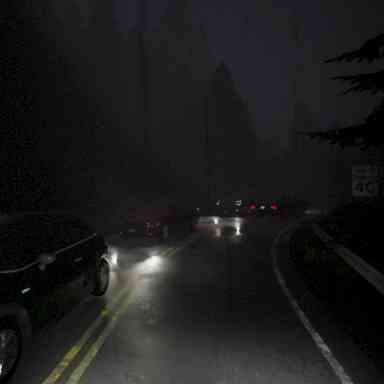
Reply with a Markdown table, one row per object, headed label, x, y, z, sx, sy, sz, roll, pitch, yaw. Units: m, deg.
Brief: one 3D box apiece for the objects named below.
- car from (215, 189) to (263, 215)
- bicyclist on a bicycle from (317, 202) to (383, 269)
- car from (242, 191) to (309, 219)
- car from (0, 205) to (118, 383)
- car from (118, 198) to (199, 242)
| label | x | y | z | sx | sy | sz | roll | pitch | yaw |
| --- | --- | --- | --- | --- | --- | --- | --- | --- | --- |
| car | 3.570 | 0.637 | 22.946 | 2.097 | 1.767 | 4.553 | -1 | 1 | 41 |
| bicyclist on a bicycle | 3.786 | 1.064 | 7.710 | 1.656 | 1.620 | 0.582 | 6 | -1 | 5 |
| car | 5.423 | 0.804 | 20.338 | 2.033 | 1.411 | 5.357 | -2 | 1 | 37 |
| car | -2.913 | 1.174 | 5.045 | 2.097 | 1.767 | 4.553 | 1 | 2 | 5 |
| car | -1.251 | 1.046 | 14.216 | 1.882 | 1.535 | 5.008 | 0 | 2 | 21 |
